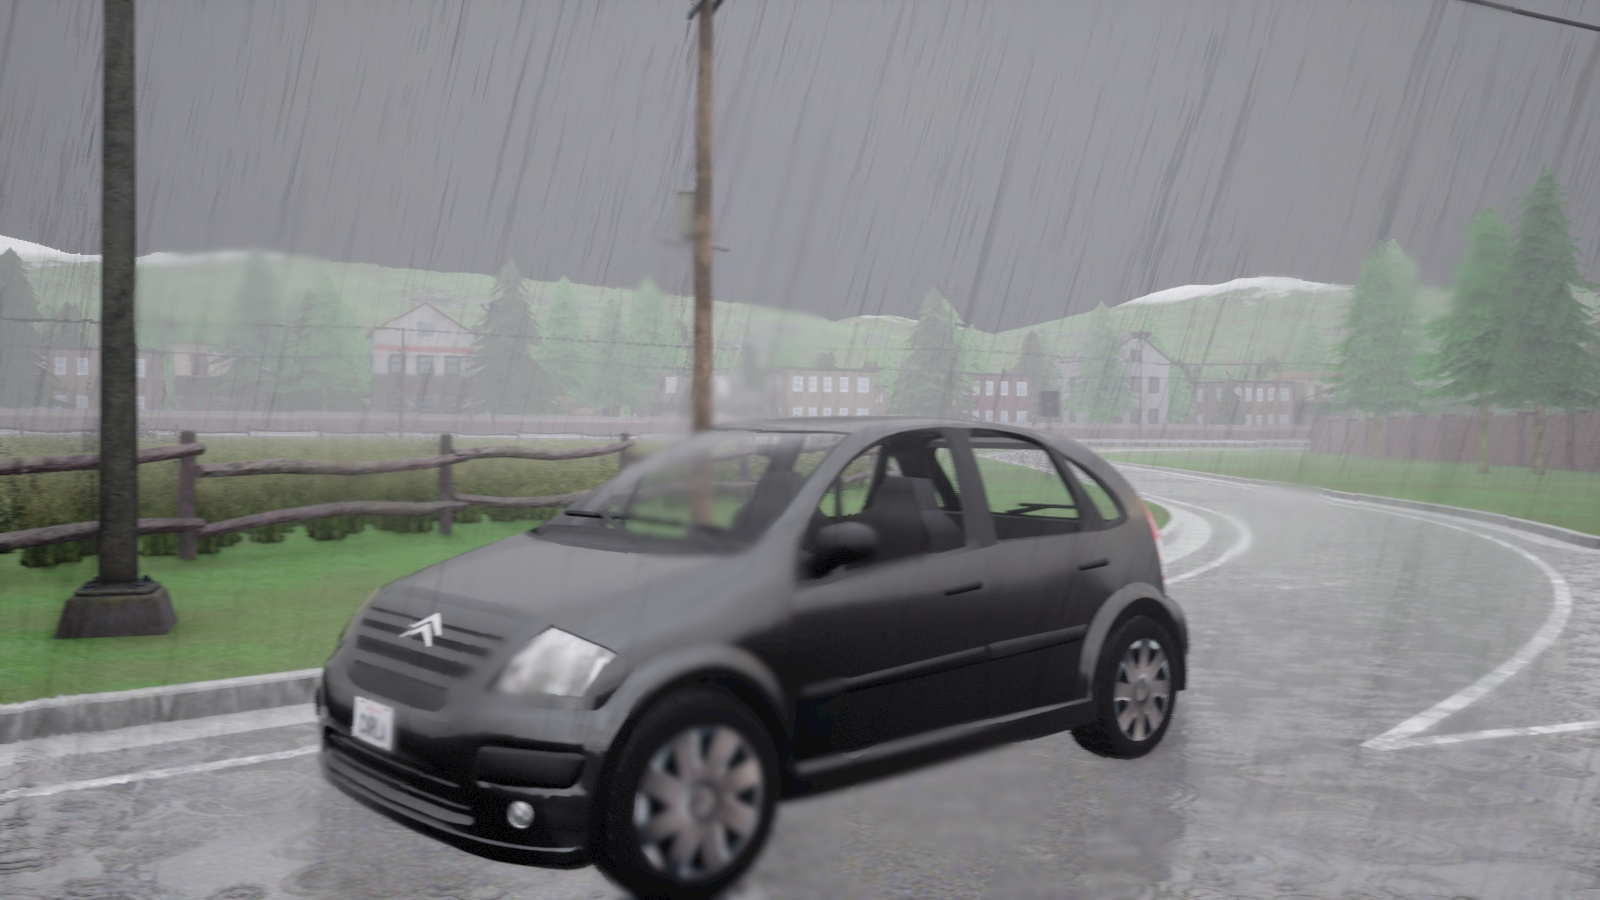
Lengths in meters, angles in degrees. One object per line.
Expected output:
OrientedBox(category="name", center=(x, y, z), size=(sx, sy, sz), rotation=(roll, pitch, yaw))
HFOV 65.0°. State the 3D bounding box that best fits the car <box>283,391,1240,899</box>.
OrientedBox(category="car", center=(0.111, 0.604, 5.528), size=(3.988, 1.617, 1.851), rotation=(-2, 1, -44))
